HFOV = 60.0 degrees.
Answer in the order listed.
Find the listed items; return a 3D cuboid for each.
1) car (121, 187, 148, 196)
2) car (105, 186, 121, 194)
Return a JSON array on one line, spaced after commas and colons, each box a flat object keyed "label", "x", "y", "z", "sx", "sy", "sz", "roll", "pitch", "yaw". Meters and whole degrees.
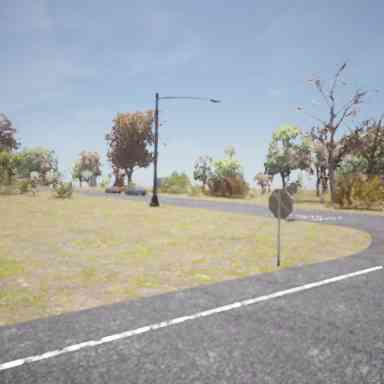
[{"label": "car", "x": -9.134, "y": -0.083, "z": 54.187, "sx": 2.033, "sy": 1.411, "sz": 5.357, "roll": 1, "pitch": 2, "yaw": -36}, {"label": "car", "x": -14.735, "y": -0.375, "z": 61.975, "sx": 1.994, "sy": 1.385, "sz": 4.181, "roll": 1, "pitch": 2, "yaw": -36}]
